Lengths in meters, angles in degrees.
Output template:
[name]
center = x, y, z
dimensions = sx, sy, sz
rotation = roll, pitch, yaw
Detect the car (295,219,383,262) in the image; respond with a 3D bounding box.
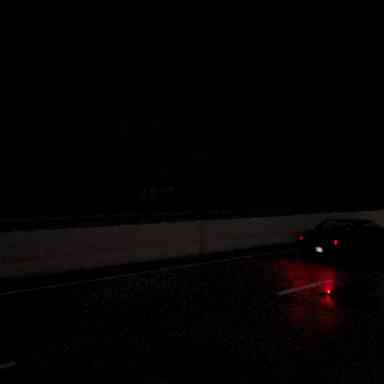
[car]
center = 6.089, 1.650, 12.435
dimensions = 4.718, 1.301, 1.895
rotation = 0, 0, -35
